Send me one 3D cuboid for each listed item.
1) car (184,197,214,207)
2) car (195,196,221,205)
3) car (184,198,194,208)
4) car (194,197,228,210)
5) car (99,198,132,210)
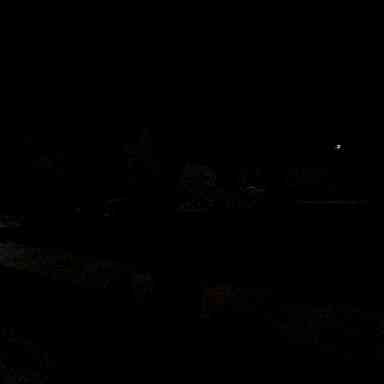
[{"bbox_3d":[1.203,1.536,52.246,2.033,1.411,5.357,0,0,37],"label":"car"},{"bbox_3d":[3.006,1.534,60.531,2.033,1.411,5.357,0,0,36],"label":"car"},{"bbox_3d":[0.886,1.481,45.920,2.128,1.511,4.902,0,0,36],"label":"car"},{"bbox_3d":[2.800,1.468,42.612,1.882,1.535,5.008,0,0,36],"label":"car"},{"bbox_3d":[-9.857,1.512,43.099,1.812,1.442,4.674,0,0,36],"label":"car"}]
